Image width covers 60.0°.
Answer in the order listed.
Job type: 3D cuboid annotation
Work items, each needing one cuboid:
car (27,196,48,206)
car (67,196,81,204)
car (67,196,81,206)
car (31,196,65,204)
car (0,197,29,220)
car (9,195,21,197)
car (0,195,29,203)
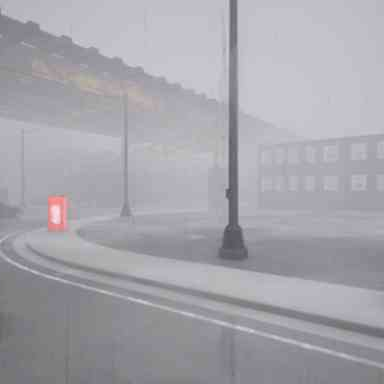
[{"bbox_3d":[-22.230,1.353,51.504,4.974,1.542,2.038,0,0,7],"label":"car"},{"bbox_3d":[-18.722,1.200,52.765,1.853,1.218,4.536,0,0,-23],"label":"car"},{"bbox_3d":[-18.701,1.358,52.718,2.038,1.542,4.974,0,0,-23],"label":"car"},{"bbox_3d":[-22.281,1.196,51.510,4.536,1.218,1.853,0,0,7],"label":"car"},{"bbox_3d":[-14.729,1.423,24.768,1.882,1.535,5.008,0,0,6],"label":"car"},{"bbox_3d":[-35.530,1.155,66.531,4.536,1.218,1.853,0,0,2],"label":"car"},{"bbox_3d":[-35.583,1.312,66.533,4.974,1.542,2.038,0,0,2],"label":"car"}]
